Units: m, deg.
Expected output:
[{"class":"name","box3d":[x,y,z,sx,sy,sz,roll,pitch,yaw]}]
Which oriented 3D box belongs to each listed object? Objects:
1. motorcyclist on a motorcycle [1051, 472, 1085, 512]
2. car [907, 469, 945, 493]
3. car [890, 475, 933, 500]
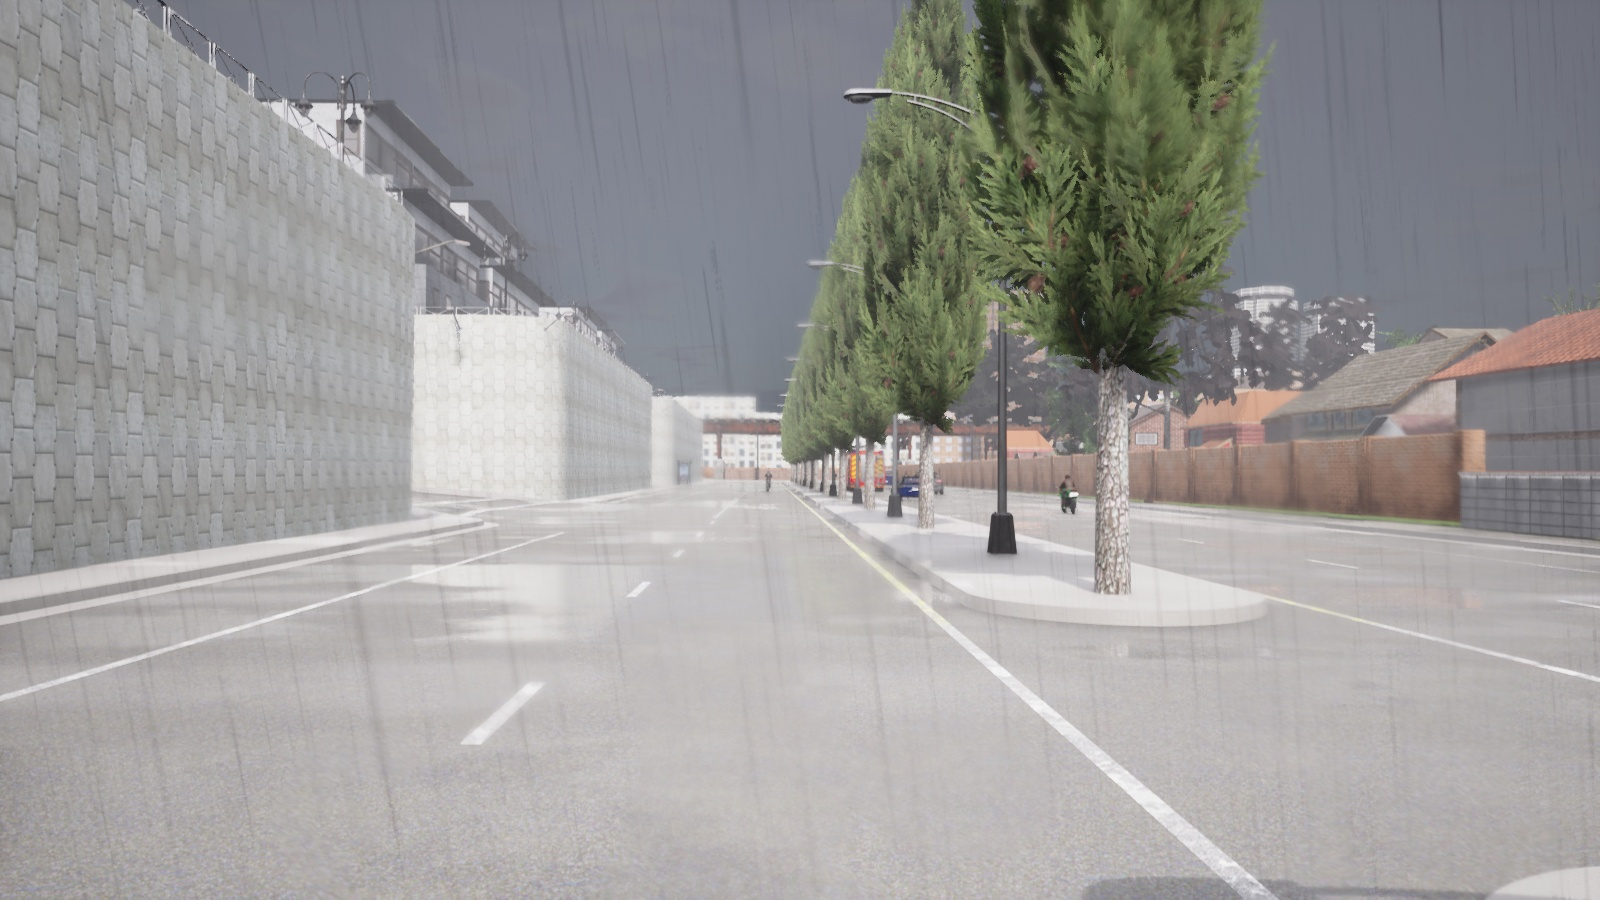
[{"class":"motorcyclist on a motorcycle","box3d":[10.330,1.607,48.427,0.797,1.523,2.044,0,-1,-1]},{"class":"car","box3d":[9.209,2.239,92.019,2.242,1.667,4.611,0,-1,-1]},{"class":"car","box3d":[6.253,2.099,70.829,1.994,1.385,4.181,0,-1,-1]}]
